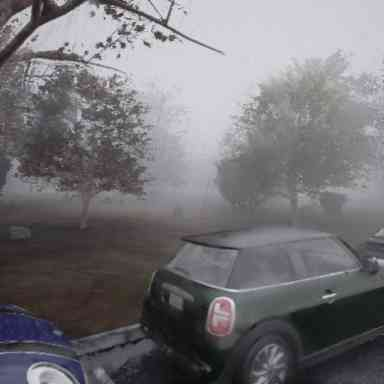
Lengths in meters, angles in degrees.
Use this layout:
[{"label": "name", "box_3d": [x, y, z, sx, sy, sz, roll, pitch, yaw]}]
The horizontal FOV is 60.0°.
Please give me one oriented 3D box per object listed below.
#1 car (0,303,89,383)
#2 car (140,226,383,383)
[{"label": "car", "box_3d": [-2.948, 1.361, 1.957, 4.553, 1.767, 2.185, 0, 0, -33]}, {"label": "car", "box_3d": [1.588, 1.335, 5.192, 4.553, 1.767, 2.185, 0, 0, -33]}]
